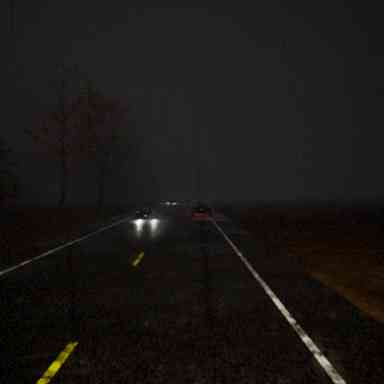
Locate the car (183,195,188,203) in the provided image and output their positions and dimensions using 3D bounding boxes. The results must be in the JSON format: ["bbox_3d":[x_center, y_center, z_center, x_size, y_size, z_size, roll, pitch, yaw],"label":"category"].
[{"bbox_3d":[-0.834,1.595,68.090,1.895,1.301,4.718,0,0,-1],"label":"car"}]

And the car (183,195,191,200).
[{"bbox_3d":[-1.316,1.433,85.555,1.994,1.385,4.181,0,0,-2],"label":"car"}]

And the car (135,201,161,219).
[{"bbox_3d":[-3.769,1.540,29.502,2.033,1.411,5.357,0,0,-1],"label":"car"}]

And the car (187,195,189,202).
[{"bbox_3d":[0.618,1.524,48.307,1.812,1.442,4.674,0,0,-1],"label":"car"}]

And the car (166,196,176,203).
[{"bbox_3d":[-4.423,1.549,71.066,1.994,1.385,4.181,0,0,-1],"label":"car"}]

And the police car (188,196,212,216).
[{"bbox_3d":[0.851,1.418,32.403,1.930,1.638,5.238,0,0,-1],"label":"police car"}]
